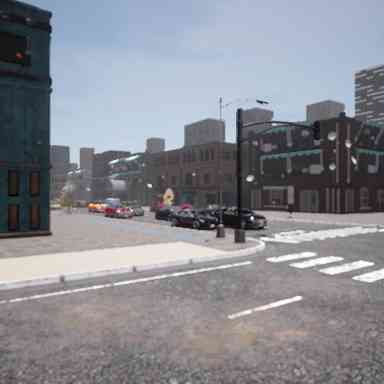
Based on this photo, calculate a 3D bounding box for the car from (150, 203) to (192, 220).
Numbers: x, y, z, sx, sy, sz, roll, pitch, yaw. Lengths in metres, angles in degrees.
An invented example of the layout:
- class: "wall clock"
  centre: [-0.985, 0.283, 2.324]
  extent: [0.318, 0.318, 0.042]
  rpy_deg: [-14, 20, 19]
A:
- class: "car"
  centre: [-1.894, 2.020, 31.725]
  extent: [1.994, 1.385, 4.181]
  rpy_deg: [0, -1, -35]

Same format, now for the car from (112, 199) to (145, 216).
- class: "car"
  centre: [-7.411, 1.917, 39.447]
  extent: [2.097, 1.767, 4.553]
  rpy_deg: [0, -1, -35]

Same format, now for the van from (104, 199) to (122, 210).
- class: "van"
  centre: [-13.875, 2.111, 58.453]
  extent: [1.690, 1.788, 3.998]
  rpy_deg: [-1, 0, -36]

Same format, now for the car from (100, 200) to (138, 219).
- class: "car"
  centre: [-7.835, 1.975, 35.561]
  extent: [1.967, 1.590, 4.097]
  rpy_deg: [-1, 0, -36]

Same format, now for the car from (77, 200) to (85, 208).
- class: "car"
  centre: [-21.949, 2.375, 65.334]
  extent: [2.128, 1.511, 4.902]
  rpy_deg: [0, -1, -36]

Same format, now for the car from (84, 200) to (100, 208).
- class: "car"
  centre: [-20.301, 2.433, 67.463]
  extent: [1.887, 1.381, 4.507]
  rpy_deg: [-1, 0, -36]

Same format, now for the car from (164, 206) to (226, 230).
- class: "car"
  centre: [0.129, 1.941, 24.194]
  extent: [1.947, 1.339, 4.313]
  rpy_deg: [-1, 0, -36]

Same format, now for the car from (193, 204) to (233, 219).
- class: "car"
  centre: [2.204, 2.012, 35.923]
  extent: [2.008, 1.369, 4.403]
  rpy_deg: [-1, 0, -36]

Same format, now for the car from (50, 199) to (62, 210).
- class: "car"
  centre: [-23.809, 2.363, 57.950]
  extent: [1.752, 1.417, 4.829]
  rpy_deg: [-1, 0, -36]

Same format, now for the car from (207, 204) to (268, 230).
- class: "car"
  centre: [3.350, 1.856, 24.306]
  extent: [1.837, 1.490, 4.892]
  rpy_deg: [0, -1, -34]

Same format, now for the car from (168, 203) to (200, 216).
- class: "car"
  centre: [-1.011, 2.107, 40.429]
  extent: [1.802, 1.307, 4.206]
  rpy_deg: [-1, 0, -36]

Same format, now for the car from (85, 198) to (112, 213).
- class: "car"
  centre: [-13.203, 2.029, 47.630]
  extent: [2.097, 1.767, 4.553]
  rpy_deg: [0, -1, -35]

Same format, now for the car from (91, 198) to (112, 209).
- class: "car"
  centre: [-17.090, 2.145, 62.958]
  extent: [2.192, 1.841, 5.009]
  rpy_deg: [-1, 0, -36]
